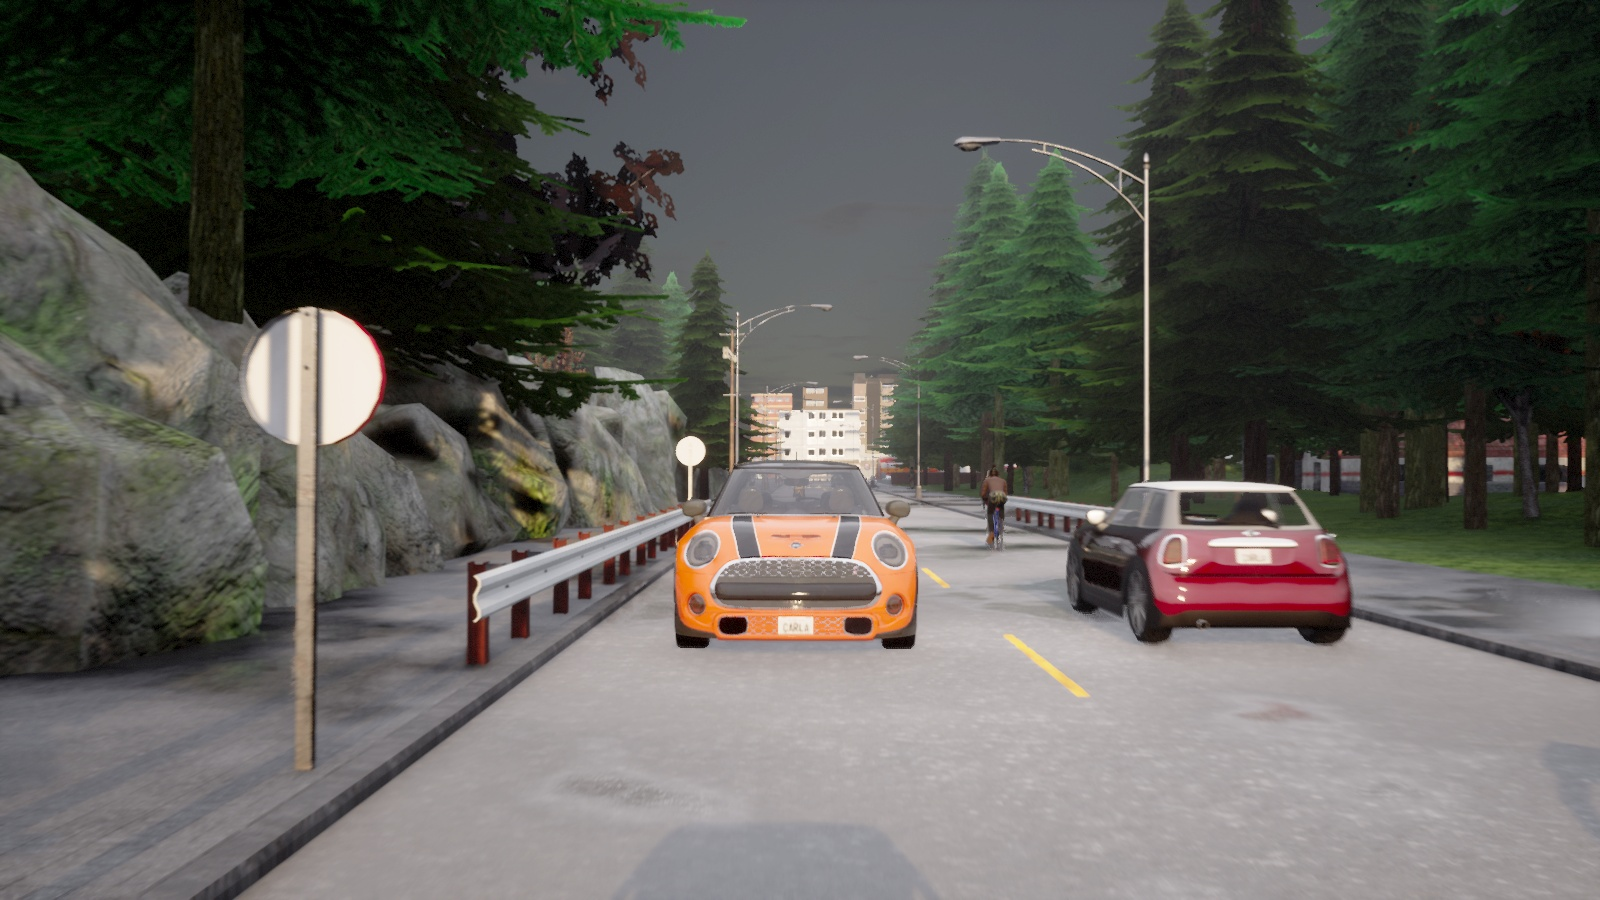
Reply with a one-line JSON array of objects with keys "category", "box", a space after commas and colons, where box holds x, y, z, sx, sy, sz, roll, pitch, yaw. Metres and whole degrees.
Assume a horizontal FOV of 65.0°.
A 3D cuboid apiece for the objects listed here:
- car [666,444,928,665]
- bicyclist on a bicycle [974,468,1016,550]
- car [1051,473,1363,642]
[{"category": "car", "box": [-0.031, 0.881, 12.394, 2.097, 1.767, 4.553, 0, -1, 0]}, {"category": "bicyclist on a bicycle", "box": [3.937, 1.179, 25.471, 0.582, 1.620, 1.656, 0, -1, 0]}, {"category": "car", "box": [3.966, 0.982, 12.976, 1.970, 1.475, 3.806, 0, -1, 0]}]
